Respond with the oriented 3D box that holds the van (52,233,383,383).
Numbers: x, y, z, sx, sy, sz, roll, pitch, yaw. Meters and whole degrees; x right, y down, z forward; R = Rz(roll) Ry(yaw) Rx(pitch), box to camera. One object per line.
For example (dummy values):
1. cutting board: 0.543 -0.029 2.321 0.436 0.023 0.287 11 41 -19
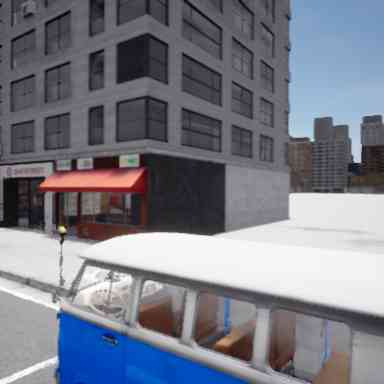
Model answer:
1. van: 0.535 1.334 2.696 3.998 1.788 1.690 1 0 36
